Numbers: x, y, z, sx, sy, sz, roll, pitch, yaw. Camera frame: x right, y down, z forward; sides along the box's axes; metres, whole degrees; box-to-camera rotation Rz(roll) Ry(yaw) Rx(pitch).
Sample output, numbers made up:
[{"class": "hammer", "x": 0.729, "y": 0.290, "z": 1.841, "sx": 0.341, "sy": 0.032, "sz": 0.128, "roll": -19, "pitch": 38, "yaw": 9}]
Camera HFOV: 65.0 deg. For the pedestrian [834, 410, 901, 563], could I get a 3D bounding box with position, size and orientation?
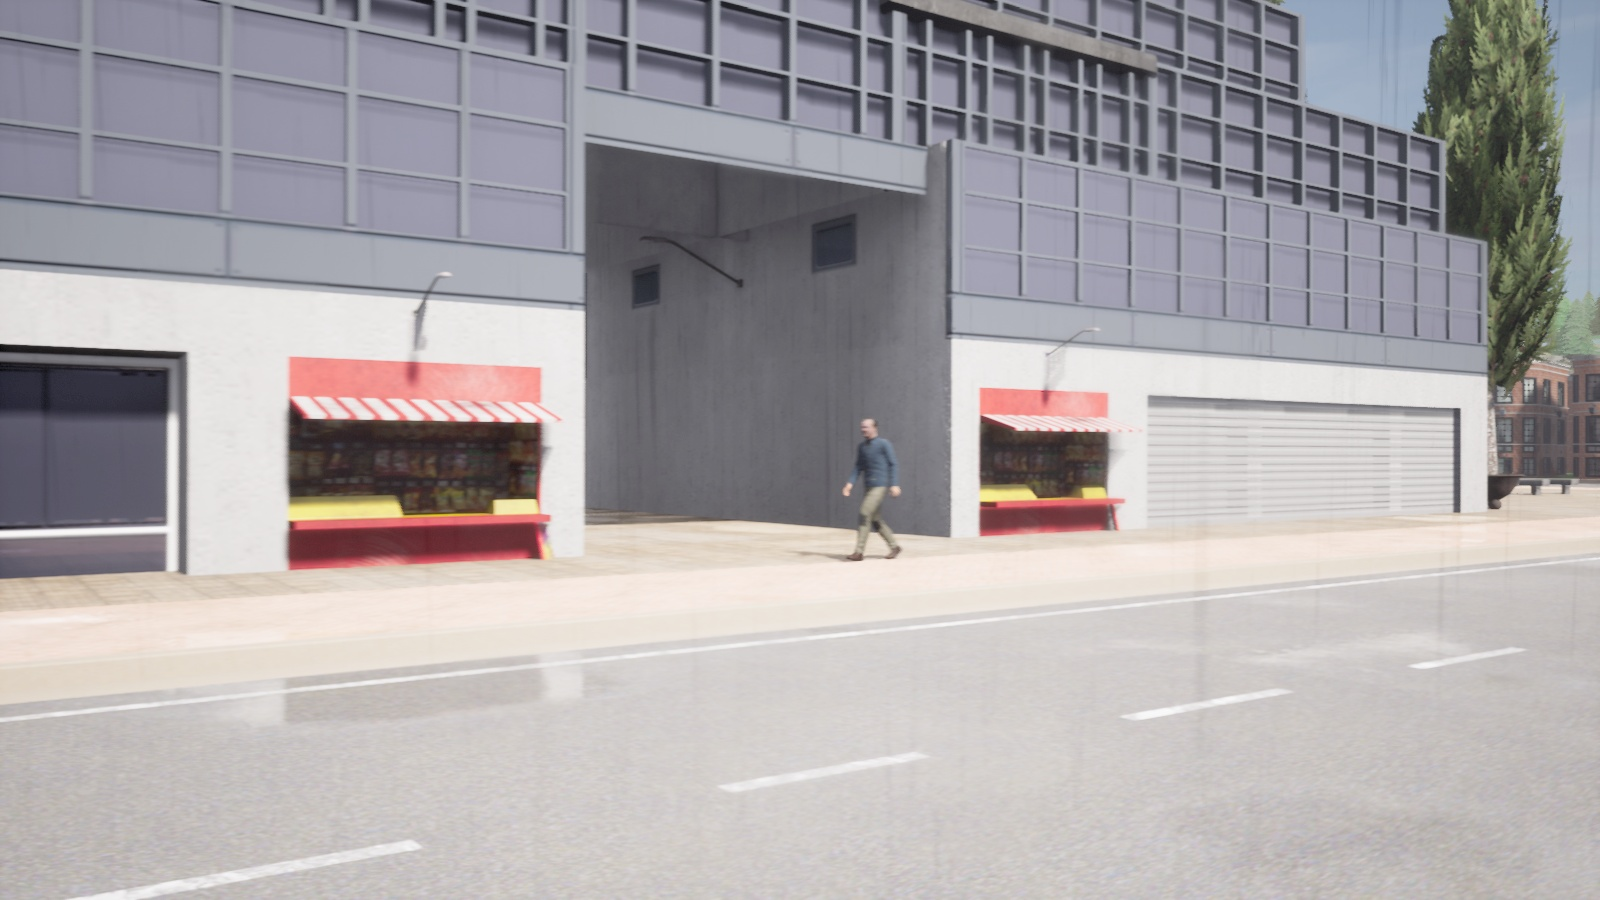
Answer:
[{"class": "pedestrian", "x": 0.835, "y": 0.440, "z": 15.521, "sx": 0.726, "sy": 1.842, "sz": 0.402, "roll": 0, "pitch": 0, "yaw": -37}]
